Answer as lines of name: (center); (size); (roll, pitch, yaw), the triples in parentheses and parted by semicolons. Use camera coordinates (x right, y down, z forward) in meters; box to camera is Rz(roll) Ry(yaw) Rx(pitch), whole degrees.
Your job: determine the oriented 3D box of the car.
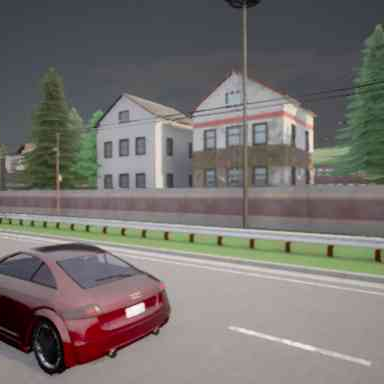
car: (-2.403, 1.590, 5.701); (4.181, 1.385, 1.994); (0, 0, 35)
